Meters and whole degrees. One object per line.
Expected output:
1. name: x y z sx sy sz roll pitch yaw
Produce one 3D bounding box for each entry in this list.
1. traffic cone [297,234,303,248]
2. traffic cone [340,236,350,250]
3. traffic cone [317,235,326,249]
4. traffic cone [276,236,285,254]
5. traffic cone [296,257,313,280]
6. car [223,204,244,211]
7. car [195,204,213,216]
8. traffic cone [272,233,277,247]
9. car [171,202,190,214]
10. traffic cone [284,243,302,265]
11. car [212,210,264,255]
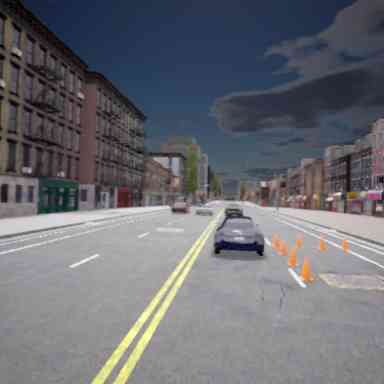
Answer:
1. traffic cone: 4.842 2.209 15.040 0.340 0.580 0.340 2 -1 7
2. traffic cone: 6.827 2.265 14.809 0.340 0.580 0.340 2 -1 7
3. traffic cone: 5.834 2.237 14.925 0.340 0.580 0.340 2 -1 7
4. traffic cone: 3.618 2.155 13.169 0.340 0.580 0.340 2 -1 7
5. traffic cone: 3.157 2.105 9.196 0.340 0.580 0.340 2 0 7
6. car: 4.302 2.027 34.320 1.837 1.490 4.892 2 -1 7
7. car: 1.521 2.143 40.279 1.895 1.301 4.718 2 -1 7
8. traffic cone: 3.849 2.182 15.156 0.340 0.580 0.340 2 -1 7
9. car: -1.457 1.973 42.749 1.882 1.535 5.008 2 -1 7
10. traffic cone: 3.387 2.129 11.183 0.340 0.580 0.340 2 -1 7
11. car: 1.981 1.727 14.316 1.994 1.385 4.181 2 -1 7
